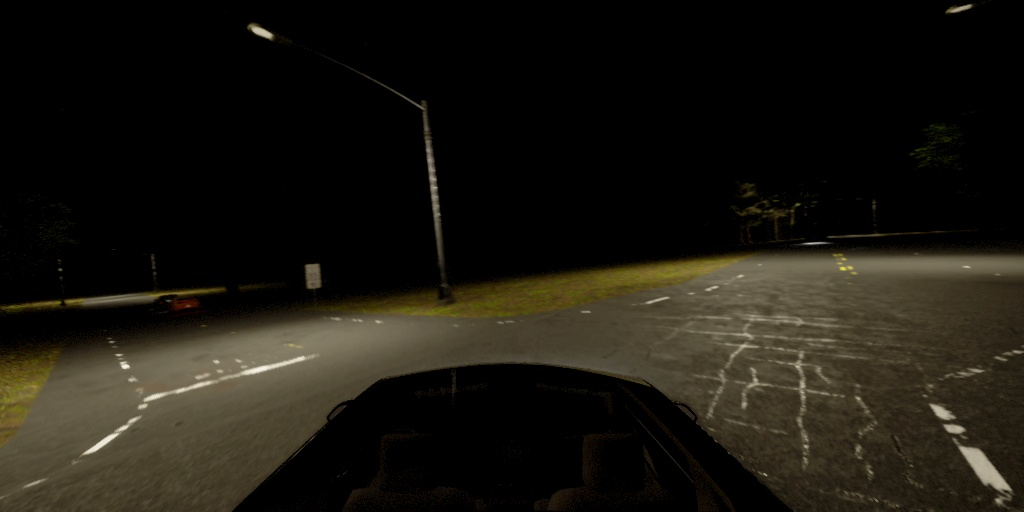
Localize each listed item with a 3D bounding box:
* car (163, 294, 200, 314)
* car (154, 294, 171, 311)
[{"bbox_3d":[-32.033,4.675,34.947,5.008,1.535,1.882,-5,0,40],"label":"car"},{"bbox_3d":[-39.709,5.250,41.434,4.553,1.767,2.097,-5,1,40],"label":"car"}]
